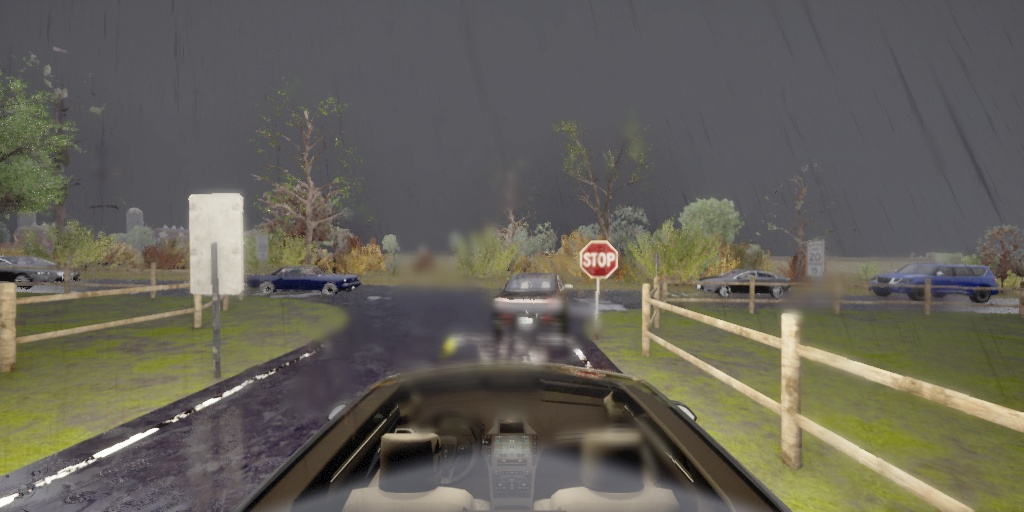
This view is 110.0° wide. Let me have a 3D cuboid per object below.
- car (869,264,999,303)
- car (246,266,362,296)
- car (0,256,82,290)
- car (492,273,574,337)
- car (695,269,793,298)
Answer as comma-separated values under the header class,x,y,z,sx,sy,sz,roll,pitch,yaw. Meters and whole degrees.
class,x,y,z,sx,sy,sz,roll,pitch,yaw
car,23.711,1.472,20.248,5.566,2.045,2.150,1,1,0
car,-9.902,1.170,17.373,4.718,1.301,1.895,1,1,0
car,-24.010,0.756,17.399,4.902,1.511,2.128,1,1,0
car,0.714,1.234,10.323,2.128,1.511,4.902,0,0,9
car,13.020,1.513,20.271,4.902,1.511,2.128,1,1,0
